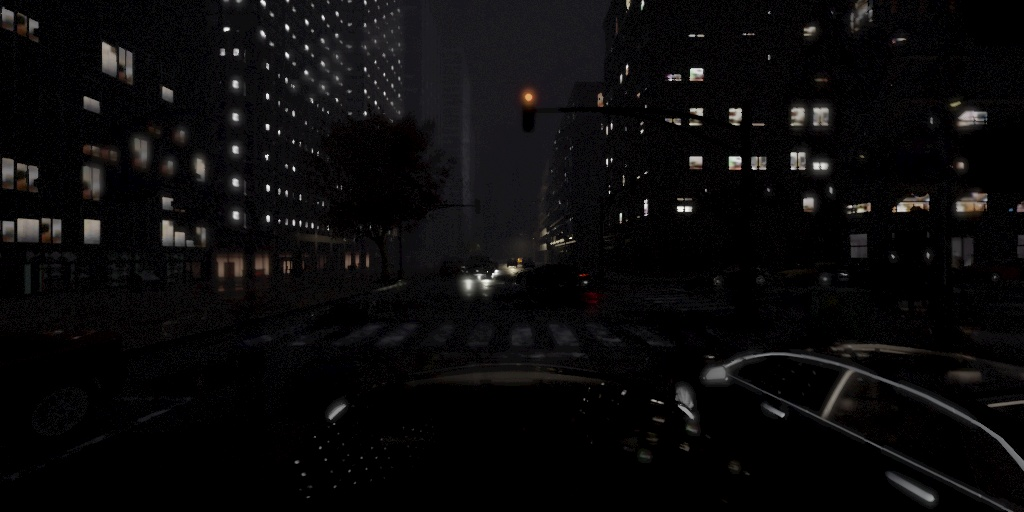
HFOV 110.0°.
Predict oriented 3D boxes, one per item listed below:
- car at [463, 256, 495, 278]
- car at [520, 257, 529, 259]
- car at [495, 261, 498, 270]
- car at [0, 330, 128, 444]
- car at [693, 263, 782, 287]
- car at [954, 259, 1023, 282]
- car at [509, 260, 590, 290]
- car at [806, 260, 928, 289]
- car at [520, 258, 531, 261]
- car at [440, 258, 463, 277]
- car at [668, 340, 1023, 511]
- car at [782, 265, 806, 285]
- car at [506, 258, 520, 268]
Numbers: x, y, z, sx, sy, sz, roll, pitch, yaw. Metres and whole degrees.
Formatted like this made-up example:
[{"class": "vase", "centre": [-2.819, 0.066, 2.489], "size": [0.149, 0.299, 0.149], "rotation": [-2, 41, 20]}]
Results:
[{"class": "car", "centre": [-3.083, 0.985, 34.588], "size": [2.150, 2.045, 5.566], "rotation": [0, 0, 0]}, {"class": "car", "centre": [2.722, 1.313, 62.742], "size": [1.751, 1.417, 4.829], "rotation": [0, 0, 0]}, {"class": "car", "centre": [-3.078, 1.296, 44.470], "size": [1.812, 1.442, 4.674], "rotation": [0, 0, 0]}, {"class": "car", "centre": [-5.691, 1.295, 2.576], "size": [1.888, 1.381, 4.507], "rotation": [0, 0, 0]}, {"class": "car", "centre": [13.445, 1.094, 21.981], "size": [4.403, 1.370, 2.007], "rotation": [0, 0, -1]}, {"class": "car", "centre": [30.147, 0.858, 22.142], "size": [4.507, 1.381, 1.888], "rotation": [0, 0, -1]}, {"class": "car", "centre": [2.462, 1.266, 22.472], "size": [4.892, 1.490, 1.837], "rotation": [0, 3, 40]}, {"class": "car", "centre": [19.422, 0.955, 19.448], "size": [4.902, 1.511, 2.128], "rotation": [-1, 0, -1]}, {"class": "car", "centre": [2.719, 1.347, 57.050], "size": [1.948, 1.339, 4.313], "rotation": [0, 0, 0]}, {"class": "car", "centre": [-5.674, 1.077, 34.963], "size": [2.192, 1.841, 5.009], "rotation": [0, 0, 0]}, {"class": "car", "centre": [2.689, 1.300, 2.571], "size": [2.007, 1.370, 4.403], "rotation": [0, 0, 0]}, {"class": "car", "centre": [18.842, 0.992, 22.033], "size": [4.829, 1.417, 1.751], "rotation": [0, 0, -1]}, {"class": "car", "centre": [0.032, 1.282, 64.282], "size": [2.128, 1.511, 4.902], "rotation": [0, 0, 0]}]
